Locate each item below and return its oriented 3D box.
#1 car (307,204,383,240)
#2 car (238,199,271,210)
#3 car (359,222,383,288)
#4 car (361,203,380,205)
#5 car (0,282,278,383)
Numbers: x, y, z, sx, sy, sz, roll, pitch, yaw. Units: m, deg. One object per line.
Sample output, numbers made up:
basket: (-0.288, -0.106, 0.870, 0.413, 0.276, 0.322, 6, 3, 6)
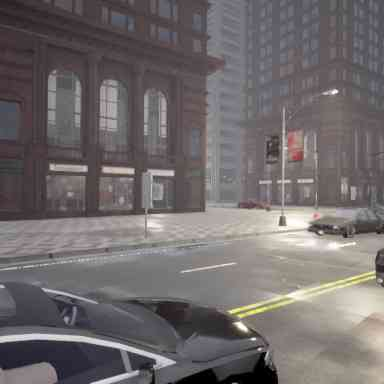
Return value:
car: (8.464, 1.579, 17.502, 5.357, 1.411, 2.033, 0, 0, -33)
car: (8.265, 1.697, 44.497, 1.882, 1.535, 5.008, 1, -1, -35)
car: (6.198, 1.516, 7.843, 4.892, 1.490, 1.837, 0, 0, -35)
car: (17.344, 1.714, 32.062, 1.994, 1.385, 4.181, 1, -1, -38)
car: (-1.421, 1.492, 2.426, 4.902, 1.511, 2.128, 0, 0, -35)
